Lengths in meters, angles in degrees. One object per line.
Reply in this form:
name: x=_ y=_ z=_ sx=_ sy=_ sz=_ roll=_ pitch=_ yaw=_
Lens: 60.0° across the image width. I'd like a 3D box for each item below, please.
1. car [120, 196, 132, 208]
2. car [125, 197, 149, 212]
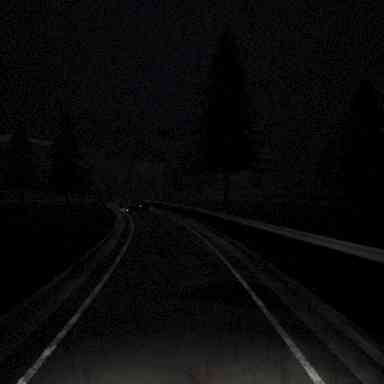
car: x=-9.757 y=1.407 z=50.326 sx=2.097 sy=1.767 sz=4.553 roll=0 pitch=0 yaw=-17
car: x=-6.384 y=1.602 z=39.426 sx=1.994 sy=1.385 sz=4.181 roll=0 pitch=0 yaw=-17
